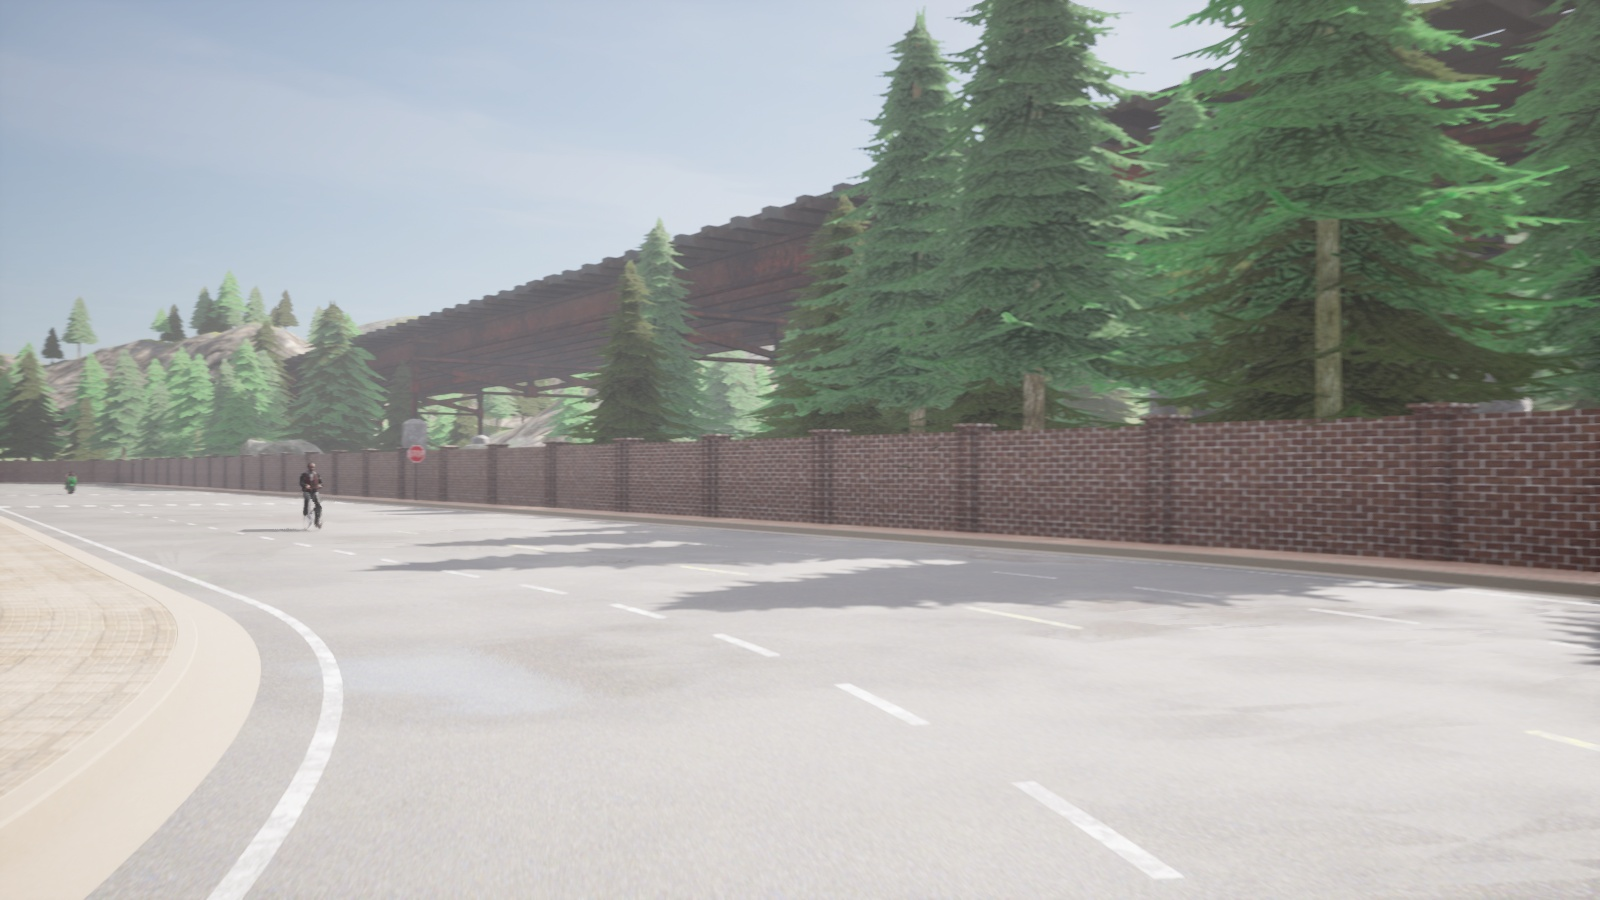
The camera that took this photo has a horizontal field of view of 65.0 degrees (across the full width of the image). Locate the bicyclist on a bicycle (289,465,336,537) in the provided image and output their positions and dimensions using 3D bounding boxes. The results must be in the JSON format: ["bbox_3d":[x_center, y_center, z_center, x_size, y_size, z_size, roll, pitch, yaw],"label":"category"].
[{"bbox_3d":[-12.457,1.293,32.064,0.659,1.776,1.843,0,-1,-36],"label":"bicyclist on a bicycle"}]
